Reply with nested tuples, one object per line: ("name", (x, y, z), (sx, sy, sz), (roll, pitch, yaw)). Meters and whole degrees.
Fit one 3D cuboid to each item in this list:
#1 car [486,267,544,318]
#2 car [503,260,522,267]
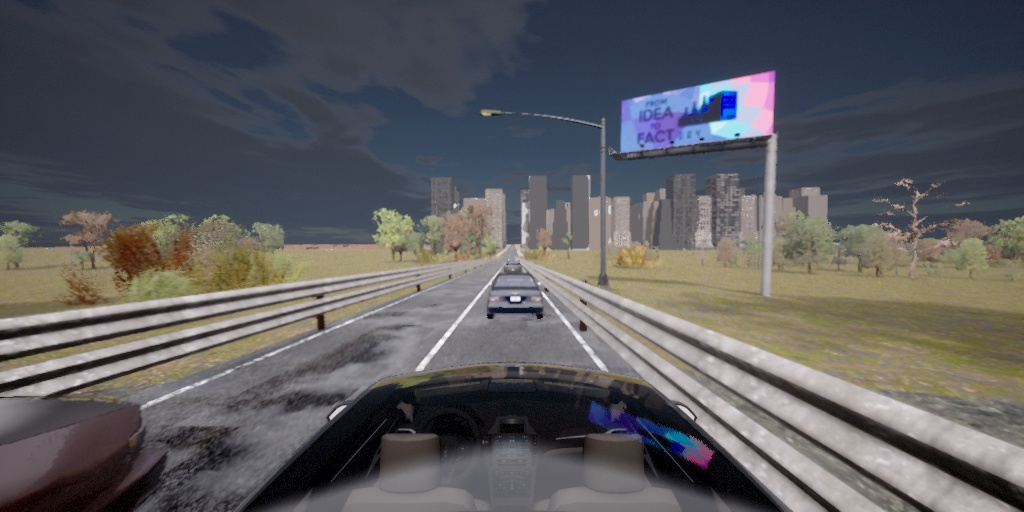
("car", (0.098, 1.276, 12.832), (2.033, 1.411, 5.357), (0, 0, 0))
("car", (0.097, 1.173, 37.750), (2.128, 1.511, 4.902), (0, 0, 0))
